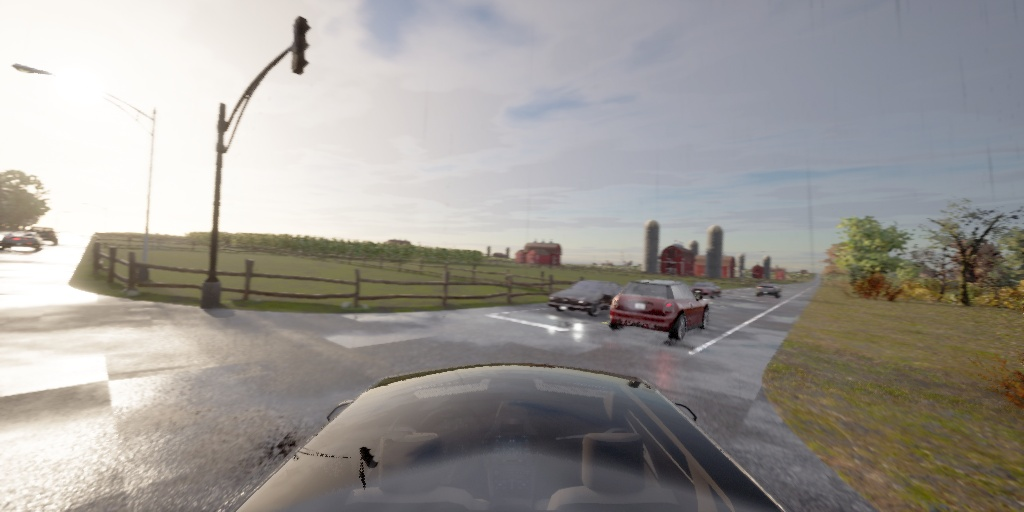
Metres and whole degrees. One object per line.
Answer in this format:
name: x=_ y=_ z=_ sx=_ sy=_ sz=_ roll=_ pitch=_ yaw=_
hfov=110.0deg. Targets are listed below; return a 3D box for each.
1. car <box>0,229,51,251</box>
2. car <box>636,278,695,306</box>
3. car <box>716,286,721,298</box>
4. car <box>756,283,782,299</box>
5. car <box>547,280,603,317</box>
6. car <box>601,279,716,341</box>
car: x=-39.503 y=-1.215 z=29.024 sx=4.902 sy=1.511 sz=2.128 roll=3 pitch=0 yaw=41
car: x=10.231 y=2.293 z=23.719 sx=2.128 sy=1.511 sz=4.902 roll=2 pitch=-2 yaw=41
car: x=16.798 y=2.907 z=31.298 sx=1.994 sy=1.385 sz=4.181 roll=2 pitch=-2 yaw=42
car: x=26.725 y=3.536 z=37.302 sx=2.128 sy=1.511 sz=4.902 roll=2 pitch=-2 yaw=41
car: x=3.804 y=1.818 z=16.284 sx=2.033 sy=1.411 sz=5.357 roll=2 pitch=-2 yaw=41
car: x=5.112 y=1.607 z=12.123 sx=2.097 sy=1.767 sz=4.553 roll=2 pitch=-2 yaw=40
